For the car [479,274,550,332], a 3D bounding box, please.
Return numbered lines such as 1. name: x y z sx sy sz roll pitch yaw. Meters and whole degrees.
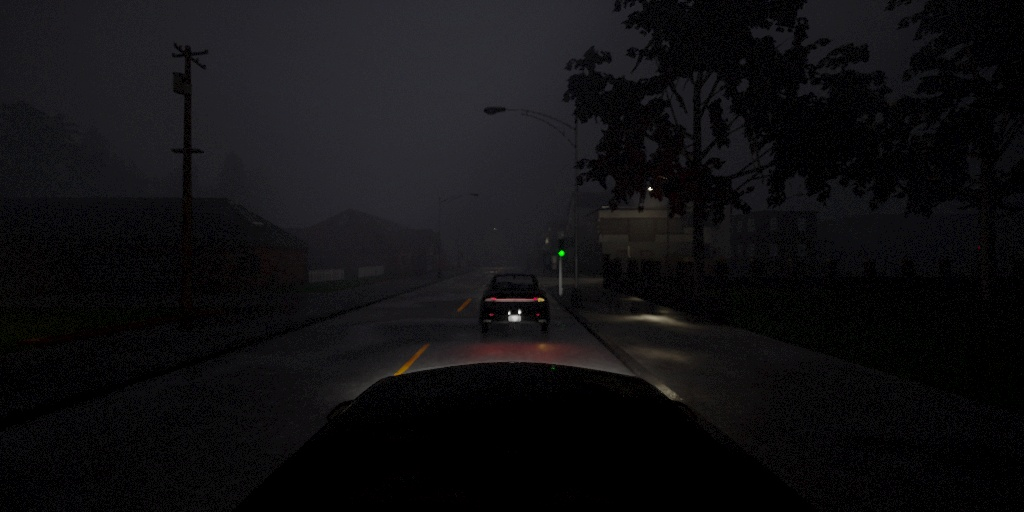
1. car: 0.071 1.295 11.086 2.128 1.511 4.902 0 0 0
